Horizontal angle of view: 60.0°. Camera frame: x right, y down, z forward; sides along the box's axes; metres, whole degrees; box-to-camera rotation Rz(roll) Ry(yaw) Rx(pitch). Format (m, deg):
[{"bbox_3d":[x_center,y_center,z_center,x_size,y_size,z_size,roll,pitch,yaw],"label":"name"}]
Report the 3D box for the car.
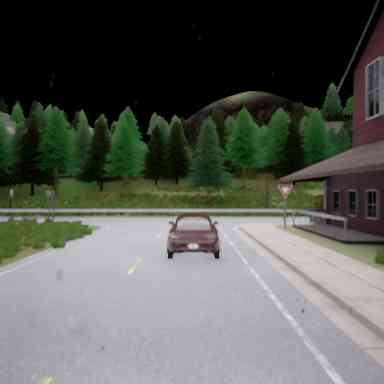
[{"bbox_3d":[0.063,1.557,12.795,1.812,1.442,4.674,0,0,0],"label":"car"}]
